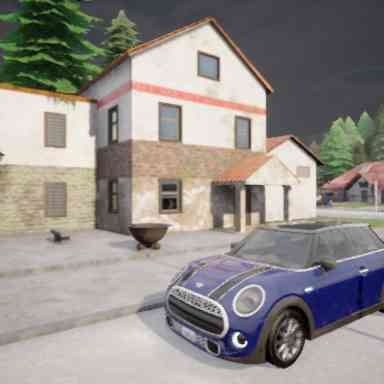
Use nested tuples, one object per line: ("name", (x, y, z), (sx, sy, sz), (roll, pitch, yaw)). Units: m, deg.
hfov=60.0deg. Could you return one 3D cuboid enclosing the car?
("car", (1.770, 1.347, 5.889), (4.553, 1.767, 2.097), (0, 0, -36))
